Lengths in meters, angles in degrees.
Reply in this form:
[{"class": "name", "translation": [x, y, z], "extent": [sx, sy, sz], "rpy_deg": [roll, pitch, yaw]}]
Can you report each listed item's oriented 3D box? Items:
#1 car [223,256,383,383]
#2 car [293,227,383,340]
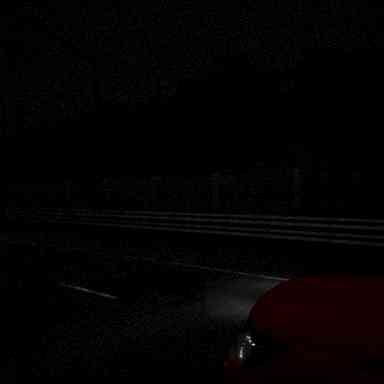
[{"class": "car", "translation": [2.918, 1.213, 1.910], "extent": [5.566, 2.045, 2.150], "rpy_deg": [0, 0, 36]}, {"class": "car", "translation": [4.314, 1.499, 5.214], "extent": [4.892, 1.490, 1.837], "rpy_deg": [-1, 0, 36]}]
